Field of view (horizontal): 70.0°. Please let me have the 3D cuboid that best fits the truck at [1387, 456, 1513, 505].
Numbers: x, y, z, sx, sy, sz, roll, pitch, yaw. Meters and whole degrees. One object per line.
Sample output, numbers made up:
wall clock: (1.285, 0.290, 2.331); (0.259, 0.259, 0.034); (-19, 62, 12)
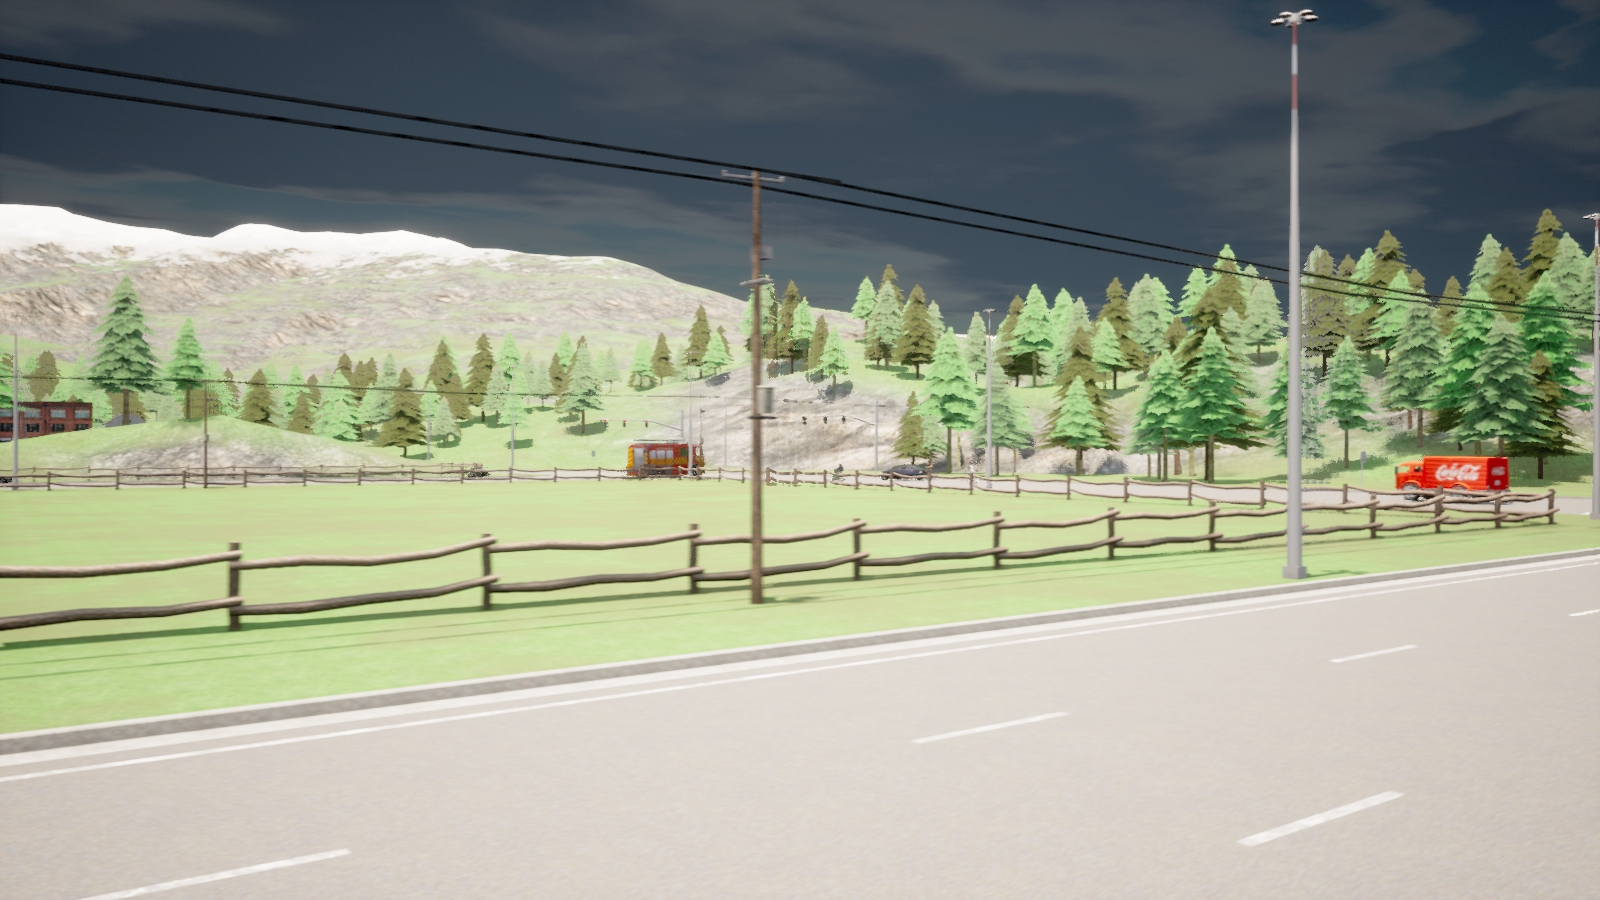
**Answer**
truck: (34.686, 1.571, 61.130); (2.627, 2.467, 5.204); (0, 0, -32)
